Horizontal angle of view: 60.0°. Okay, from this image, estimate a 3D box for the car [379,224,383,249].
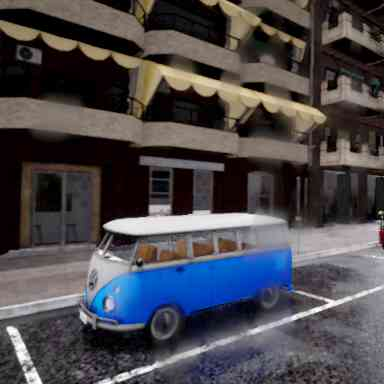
[{"bbox_3d":[9.121,1.301,12.559,5.009,1.841,2.192,0,1,-35],"label":"car"}]

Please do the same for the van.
[{"bbox_3d":[0.110,1.337,6.146,3.998,1.788,1.690,0,2,-35],"label":"van"}]
